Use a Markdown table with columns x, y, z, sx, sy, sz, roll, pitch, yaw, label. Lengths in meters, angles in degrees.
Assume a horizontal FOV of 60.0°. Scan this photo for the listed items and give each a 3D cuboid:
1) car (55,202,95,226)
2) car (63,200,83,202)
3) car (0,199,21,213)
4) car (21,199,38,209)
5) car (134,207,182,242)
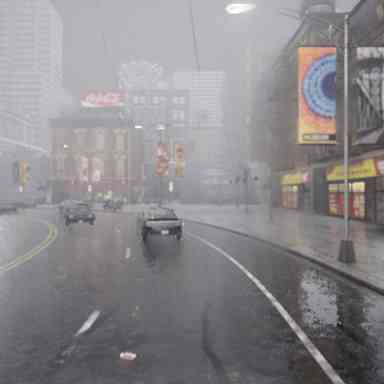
| x | y | z | sx | sy | sz | roll | pitch | yaw | label |
| --- | --- | --- | --- | --- | --- | --- | --- | --- | --- |
| -8.416 | 1.650 | 23.968 | 1.895 | 1.301 | 4.718 | 0 | 0 | -28 | car |
| -12.710 | 1.576 | 35.052 | 4.892 | 1.490 | 1.837 | -1 | -1 | 45 | car |
| -21.909 | 1.643 | 38.010 | 4.181 | 1.385 | 1.994 | 0 | 0 | 34 | car |
| -24.181 | 1.694 | 47.142 | 4.718 | 1.301 | 1.895 | 0 | 0 | 29 | car |
| -1.808 | 1.525 | 16.749 | 2.128 | 1.511 | 4.902 | 0 | 0 | -15 | car |
